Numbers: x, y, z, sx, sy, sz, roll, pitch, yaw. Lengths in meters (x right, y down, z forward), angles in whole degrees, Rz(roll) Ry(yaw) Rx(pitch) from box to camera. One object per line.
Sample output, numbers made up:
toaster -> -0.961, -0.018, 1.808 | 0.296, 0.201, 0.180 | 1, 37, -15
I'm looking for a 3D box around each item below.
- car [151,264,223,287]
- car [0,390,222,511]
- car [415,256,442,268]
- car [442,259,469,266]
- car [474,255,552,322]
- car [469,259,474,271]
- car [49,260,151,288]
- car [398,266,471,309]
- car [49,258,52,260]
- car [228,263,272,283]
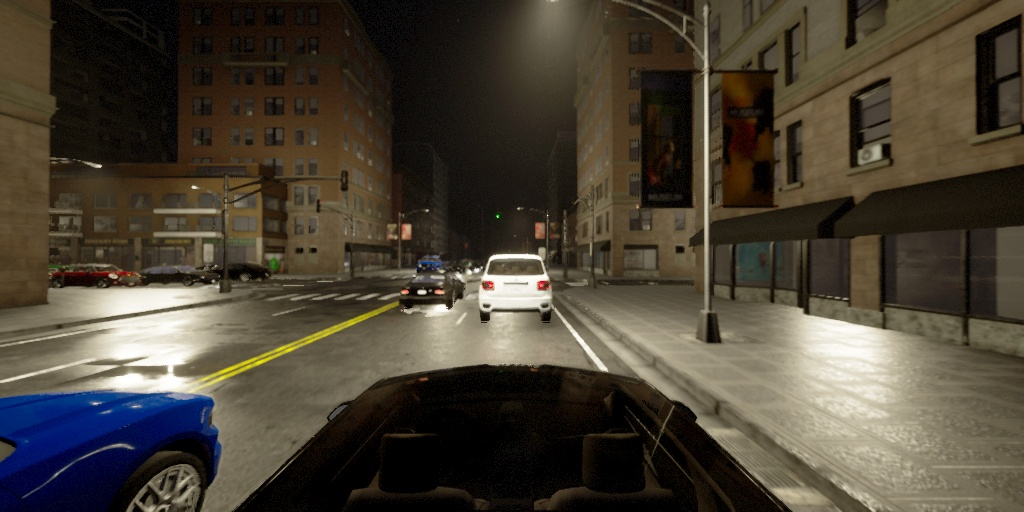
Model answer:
car -> -23.138, 1.327, 24.619 | 5.357, 1.411, 2.033 | 0, 0, 0
car -> -3.152, 1.226, 0.679 | 1.882, 1.535, 5.008 | 0, 0, 0
car -> -9.831, 1.036, 42.870 | 2.150, 2.045, 5.566 | 0, 0, 0
car -> -6.583, 1.318, 42.094 | 1.837, 1.490, 4.892 | 0, 0, 0
car -> 0.103, 0.989, 12.460 | 2.150, 2.045, 5.566 | 0, 0, 0
car -> -6.560, 1.177, 51.088 | 2.097, 1.767, 4.553 | 0, 0, 0
car -> -25.413, 1.205, 22.089 | 4.097, 1.591, 1.967 | 0, 0, 0
car -> -3.149, 1.319, 15.040 | 2.033, 1.411, 5.357 | 0, 0, 0
car -> -33.326, 0.998, 24.672 | 5.566, 2.045, 2.150 | 0, 0, 0
car -> -21.377, 1.275, 27.633 | 5.008, 1.535, 1.882 | 0, -1, 0
